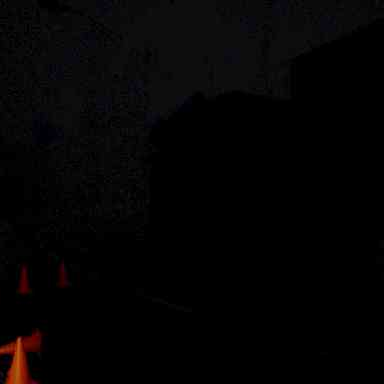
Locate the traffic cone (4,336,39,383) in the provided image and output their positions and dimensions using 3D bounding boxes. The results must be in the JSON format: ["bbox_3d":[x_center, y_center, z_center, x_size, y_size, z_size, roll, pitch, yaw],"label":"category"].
[{"bbox_3d":[-2.060,2.027,3.968,0.340,0.580,0.340,0,-2,37],"label":"traffic cone"}]

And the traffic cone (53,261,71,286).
[{"bbox_3d":[-3.417,2.131,8.780,0.340,0.580,0.340,0,-2,37],"label":"traffic cone"}]

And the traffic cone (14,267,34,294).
[{"bbox_3d":[-4.024,2.098,7.986,0.340,0.580,0.340,0,-2,37],"label":"traffic cone"}]
